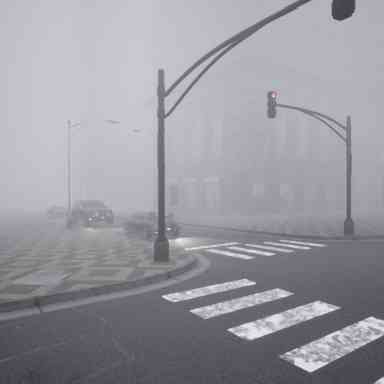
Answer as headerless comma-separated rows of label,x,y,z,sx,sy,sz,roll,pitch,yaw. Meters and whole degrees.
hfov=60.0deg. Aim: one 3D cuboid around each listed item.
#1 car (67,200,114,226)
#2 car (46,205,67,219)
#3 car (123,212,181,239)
car,-8.485,1.687,28.042,2.150,2.045,5.566,0,-1,-35
car,-14.843,2.206,37.022,2.033,1.411,5.357,0,-1,-35
car,-2.407,1.848,19.466,1.994,1.385,4.181,0,-1,-35
